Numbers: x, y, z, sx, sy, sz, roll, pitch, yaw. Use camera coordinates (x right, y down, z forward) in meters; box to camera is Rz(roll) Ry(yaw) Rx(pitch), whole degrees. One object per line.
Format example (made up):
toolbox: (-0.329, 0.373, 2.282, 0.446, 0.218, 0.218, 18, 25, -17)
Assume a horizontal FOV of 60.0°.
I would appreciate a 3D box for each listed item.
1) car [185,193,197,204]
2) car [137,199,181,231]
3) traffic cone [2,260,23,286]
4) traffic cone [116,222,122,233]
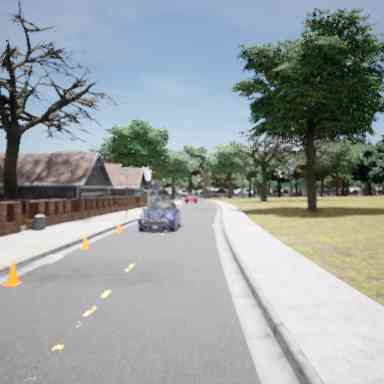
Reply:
car: (-0.170, 1.262, 67.848, 2.150, 2.045, 5.566, 0, 0, -1)
car: (-1.866, 1.325, 20.118, 2.097, 1.767, 4.553, 0, 0, 4)
traffic cone: (-4.359, 1.949, 8.100, 0.340, 0.580, 0.340, 0, 0, 1)
traffic cone: (-3.991, 1.933, 18.174, 0.340, 0.580, 0.340, 0, 0, 3)
